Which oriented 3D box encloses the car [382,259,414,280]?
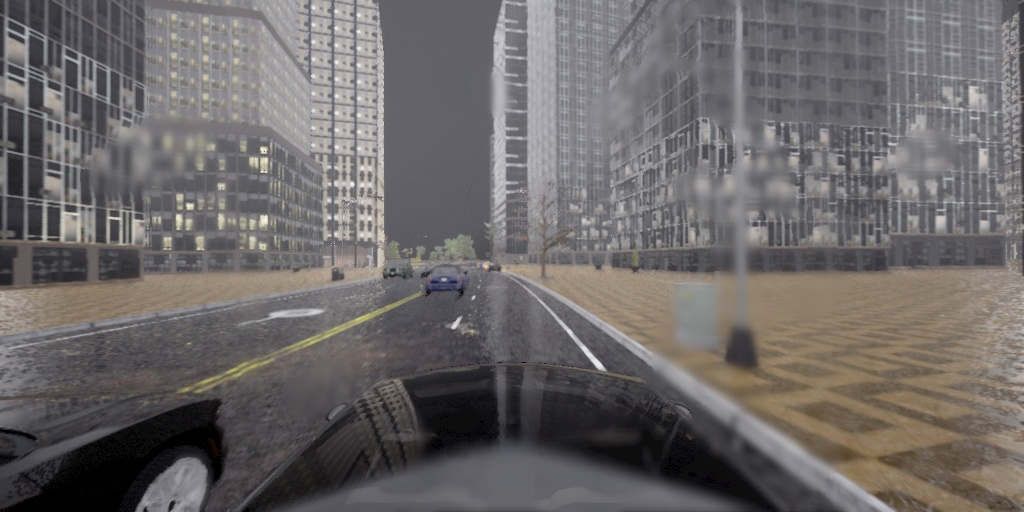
[{"bbox_3d":[-11.503,1.327,36.544,2.150,2.045,5.566,0,-1,-5],"label":"car"}]

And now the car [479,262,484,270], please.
[{"bbox_3d":[-4.284,1.787,64.580,1.801,1.575,5.366,0,-1,-10],"label":"car"}]

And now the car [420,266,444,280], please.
[{"bbox_3d":[-8.328,1.702,37.529,1.895,1.301,4.718,0,-1,-5],"label":"car"}]

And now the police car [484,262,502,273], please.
[{"bbox_3d":[-2.710,1.657,54.463,1.930,1.638,5.238,0,-1,-8],"label":"police car"}]

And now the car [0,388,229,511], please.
[{"bbox_3d":[-3.180,1.232,0.774,1.882,1.535,5.008,0,0,0],"label":"car"}]

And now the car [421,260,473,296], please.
[{"bbox_3d":[-3.676,1.287,21.035,2.097,1.767,4.553,0,-1,-3],"label":"car"}]
